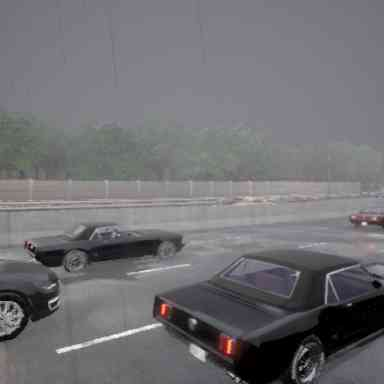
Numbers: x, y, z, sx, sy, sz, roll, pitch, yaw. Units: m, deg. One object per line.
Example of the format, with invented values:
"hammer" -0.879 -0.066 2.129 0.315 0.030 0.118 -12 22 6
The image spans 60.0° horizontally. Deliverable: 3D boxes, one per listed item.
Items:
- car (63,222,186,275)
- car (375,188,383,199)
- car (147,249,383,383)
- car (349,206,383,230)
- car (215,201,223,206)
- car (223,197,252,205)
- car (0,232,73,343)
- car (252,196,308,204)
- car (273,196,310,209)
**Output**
"car" -2.555 1.592 10.519 4.718 1.301 1.895 0 0 -35
"car" 37.805 0.308 64.652 5.566 2.045 2.150 -2 1 -35
"car" 1.873 1.593 5.204 4.718 1.301 1.895 0 0 -35
"car" 11.922 1.552 20.789 4.718 1.301 1.895 0 0 -35
"car" 5.132 1.399 41.933 4.892 1.490 1.837 -1 1 -35
"car" 5.899 1.409 33.912 5.008 1.535 1.882 -1 0 -35
"car" -4.527 1.506 4.814 4.892 1.490 1.837 0 0 -36
"car" 8.462 1.421 31.437 4.902 1.511 2.128 0 0 -35
"car" 12.985 1.286 43.175 5.008 1.535 1.882 -1 1 -35
